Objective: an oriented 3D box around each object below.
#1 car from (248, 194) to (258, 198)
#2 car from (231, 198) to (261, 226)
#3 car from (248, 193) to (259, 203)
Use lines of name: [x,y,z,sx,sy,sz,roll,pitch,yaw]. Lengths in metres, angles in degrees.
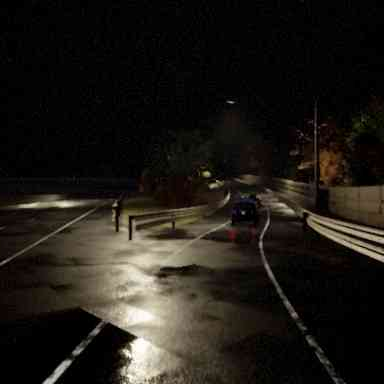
car: [10.336,1.634,54.897,1.837,1.490,4.892,0,2,9]
car: [4.727,1.781,28.885,2.150,2.045,5.566,0,0,14]
car: [11.899,1.105,64.845,1.837,1.490,4.892,0,3,7]
